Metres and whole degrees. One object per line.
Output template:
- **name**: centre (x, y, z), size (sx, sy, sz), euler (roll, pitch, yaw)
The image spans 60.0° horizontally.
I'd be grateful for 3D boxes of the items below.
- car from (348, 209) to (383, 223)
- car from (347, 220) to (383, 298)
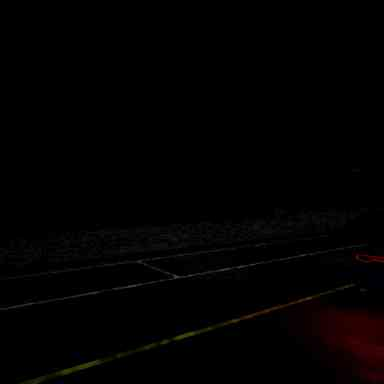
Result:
- **car**: centre (10.005, 1.567, 17.639), size (4.313, 1.339, 1.947), euler (0, 0, -35)
- **car**: centre (5.608, 1.478, 7.430), size (5.008, 1.535, 1.882), euler (0, 0, -35)
